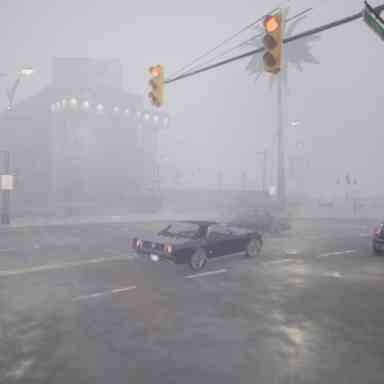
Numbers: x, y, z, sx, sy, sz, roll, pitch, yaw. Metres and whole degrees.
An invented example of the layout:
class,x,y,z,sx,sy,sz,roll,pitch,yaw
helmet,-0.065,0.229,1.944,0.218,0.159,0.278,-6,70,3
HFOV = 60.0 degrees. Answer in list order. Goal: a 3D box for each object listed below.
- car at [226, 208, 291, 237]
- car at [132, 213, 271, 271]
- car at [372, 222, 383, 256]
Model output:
class,x,y,z,sx,sy,sz,roll,pitch,yaw
car,2.733,1.564,17.152,5.357,1.411,2.033,1,0,-32
car,0.461,1.580,10.939,1.895,1.301,4.718,1,0,42
car,8.860,1.533,12.438,4.553,1.767,2.097,1,0,-32
